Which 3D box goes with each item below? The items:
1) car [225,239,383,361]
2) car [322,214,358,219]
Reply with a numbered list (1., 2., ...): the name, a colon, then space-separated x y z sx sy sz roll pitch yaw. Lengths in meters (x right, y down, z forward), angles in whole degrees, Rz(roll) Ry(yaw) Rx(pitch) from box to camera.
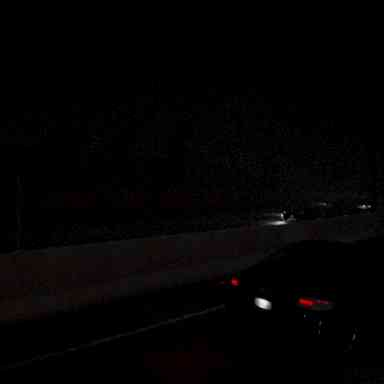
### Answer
1. car: 2.587 1.579 6.047 4.181 1.385 1.994 0 0 -39
2. car: 11.013 1.537 24.384 1.882 1.535 5.008 0 0 39
